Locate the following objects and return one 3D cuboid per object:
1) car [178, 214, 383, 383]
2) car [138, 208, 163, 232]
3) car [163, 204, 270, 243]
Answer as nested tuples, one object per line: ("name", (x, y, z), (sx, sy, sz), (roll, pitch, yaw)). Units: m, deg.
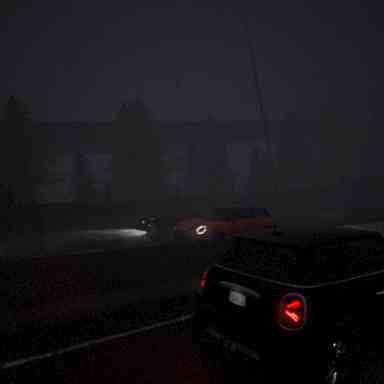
("car", (2.295, 1.343, 5.381), (4.553, 1.767, 2.097), (0, 0, -36))
("car", (-1.162, 1.546, 20.261), (4.181, 1.385, 1.994), (0, 0, -35))
("car", (1.422, 1.335, 13.530), (4.553, 1.767, 2.097), (0, 0, -35))
